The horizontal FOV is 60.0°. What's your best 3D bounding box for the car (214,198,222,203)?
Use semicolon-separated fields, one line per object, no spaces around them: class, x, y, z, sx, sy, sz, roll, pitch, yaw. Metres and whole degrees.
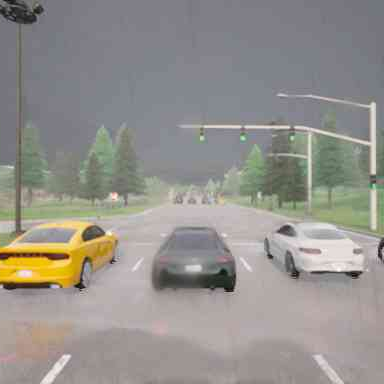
car;7.025;2.241;89.955;1.994;1.385;4.181;0;-1;0

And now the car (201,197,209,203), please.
car;3.525;2.189;89.957;1.837;1.490;4.892;0;-1;0

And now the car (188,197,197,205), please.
car;0.022;2.109;79.925;2.097;1.767;4.553;0;-1;0

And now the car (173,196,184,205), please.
car;-3.478;2.350;79.984;1.895;1.301;4.718;0;-1;0

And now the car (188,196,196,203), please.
car;0.025;2.044;89.929;2.097;1.767;4.553;0;-1;0

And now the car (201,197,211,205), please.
car;3.522;2.306;79.952;1.994;1.385;4.181;0;-1;0

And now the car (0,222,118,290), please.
car;-3.443;1.569;9.403;1.882;1.535;5.008;0;0;1

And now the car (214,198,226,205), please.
car;7.022;2.227;79.535;1.882;1.535;5.008;0;-1;0

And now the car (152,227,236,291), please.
car;0.061;1.654;9.262;1.994;1.385;4.181;0;0;1

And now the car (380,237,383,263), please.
car;7.059;1.593;9.087;1.837;1.490;4.892;0;0;1

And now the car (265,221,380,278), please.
car;3.566;1.625;10.341;1.812;1.442;4.674;0;0;0
